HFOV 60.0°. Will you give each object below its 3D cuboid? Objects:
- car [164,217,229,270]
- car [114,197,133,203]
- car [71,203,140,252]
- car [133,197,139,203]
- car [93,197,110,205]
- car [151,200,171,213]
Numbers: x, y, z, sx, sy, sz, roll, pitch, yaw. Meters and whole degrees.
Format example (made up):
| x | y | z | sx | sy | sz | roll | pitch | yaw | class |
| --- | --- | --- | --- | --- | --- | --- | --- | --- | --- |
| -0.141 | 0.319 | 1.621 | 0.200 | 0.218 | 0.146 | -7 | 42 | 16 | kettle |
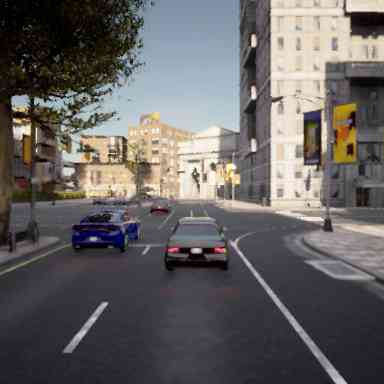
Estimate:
| x | y | z | sx | sy | sz | roll | pitch | yaw | class |
| --- | --- | --- | --- | --- | --- | --- | --- | --- | --- |
| 0.204 | 1.539 | 10.952 | 2.033 | 1.411 | 5.357 | 0 | 0 | 2 | car |
| -11.525 | 1.484 | 54.580 | 1.812 | 1.442 | 4.674 | 0 | 0 | 1 | car |
| -3.405 | 1.467 | 13.958 | 1.882 | 1.535 | 5.008 | 0 | 0 | 0 | car |
| -11.502 | 1.551 | 65.751 | 1.895 | 1.301 | 4.718 | 0 | 0 | 0 | car |
| -15.008 | 1.522 | 55.409 | 1.994 | 1.385 | 4.181 | 0 | 0 | 0 | car |
| -3.402 | 1.536 | 36.720 | 1.994 | 1.385 | 4.181 | 0 | 0 | 0 | car |
